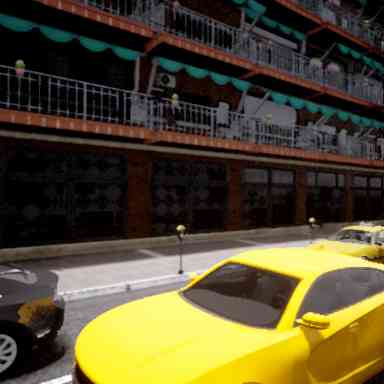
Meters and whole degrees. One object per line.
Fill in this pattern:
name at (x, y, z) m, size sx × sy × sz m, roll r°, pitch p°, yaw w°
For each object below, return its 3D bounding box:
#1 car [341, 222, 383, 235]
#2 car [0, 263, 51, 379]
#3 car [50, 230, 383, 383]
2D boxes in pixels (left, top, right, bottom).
car at (5.276, 1.643, 10.325) m, size 4.829 × 1.417 × 1.752 m, roll 1°, pitch 0°, yaw -36°
car at (-3.804, 1.540, 3.844) m, size 4.403 × 1.369 × 2.008 m, roll 1°, pitch 0°, yaw -36°
car at (1.123, 1.514, 4.182) m, size 5.008 × 1.535 × 1.882 m, roll 1°, pitch 0°, yaw -36°
